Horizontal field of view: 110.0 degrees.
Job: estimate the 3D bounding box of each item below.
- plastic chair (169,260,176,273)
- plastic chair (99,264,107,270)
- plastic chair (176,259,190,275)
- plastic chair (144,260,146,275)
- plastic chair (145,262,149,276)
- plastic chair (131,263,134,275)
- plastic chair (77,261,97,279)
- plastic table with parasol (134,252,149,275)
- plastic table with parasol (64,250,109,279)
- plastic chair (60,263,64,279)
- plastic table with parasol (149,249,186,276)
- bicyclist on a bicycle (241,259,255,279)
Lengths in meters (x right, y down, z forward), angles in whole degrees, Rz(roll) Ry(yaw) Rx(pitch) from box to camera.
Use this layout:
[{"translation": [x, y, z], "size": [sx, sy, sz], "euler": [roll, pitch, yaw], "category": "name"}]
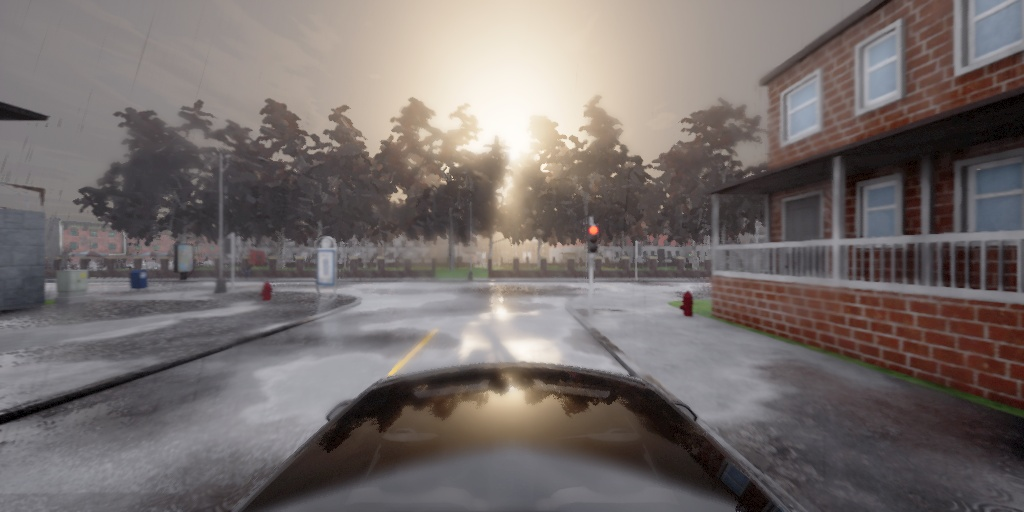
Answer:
[{"translation": [-38.283, 1.316, 39.934], "size": [0.750, 1.272, 0.730], "euler": [0, 0, -35], "category": "plastic chair"}, {"translation": [-40.925, 1.320, 36.319], "size": [0.730, 1.272, 0.750], "euler": [0, 0, -40], "category": "plastic chair"}, {"translation": [-38.187, 1.307, 41.640], "size": [0.730, 1.272, 0.750], "euler": [0, 0, -40], "category": "plastic chair"}, {"translation": [-42.762, 1.299, 42.558], "size": [0.750, 1.272, 0.730], "euler": [0, 0, -34], "category": "plastic chair"}, {"translation": [-40.216, 1.303, 40.162], "size": [0.730, 1.272, 0.750], "euler": [0, 0, -40], "category": "plastic chair"}, {"translation": [-44.614, 1.306, 42.801], "size": [0.730, 1.272, 0.750], "euler": [0, 0, -41], "category": "plastic chair"}, {"translation": [-41.021, 1.325, 34.613], "size": [0.750, 1.272, 0.730], "euler": [0, 0, -35], "category": "plastic chair"}, {"translation": [-43.606, 0.632, 43.550], "size": [2.482, 2.480, 2.482], "euler": [0, 0, -39], "category": "plastic table with parasol"}, {"translation": [-41.921, 0.694, 35.586], "size": [2.482, 2.480, 2.482], "euler": [0, 0, -40], "category": "plastic table with parasol"}, {"translation": [-42.946, 1.299, 34.831], "size": [0.730, 1.272, 0.750], "euler": [0, 0, -39], "category": "plastic chair"}, {"translation": [-39.185, 0.705, 40.907], "size": [2.482, 2.480, 2.482], "euler": [0, 0, -40], "category": "plastic table with parasol"}, {"translation": [-22.030, 1.106, 29.922], "size": [0.582, 1.620, 1.656], "euler": [0, 0, 0], "category": "bicyclist on a bicycle"}]
